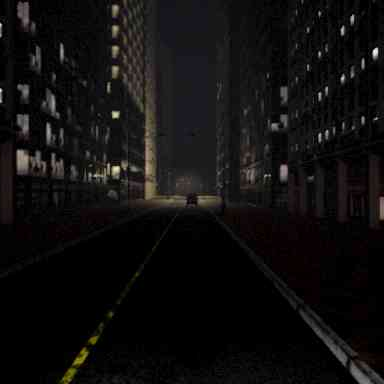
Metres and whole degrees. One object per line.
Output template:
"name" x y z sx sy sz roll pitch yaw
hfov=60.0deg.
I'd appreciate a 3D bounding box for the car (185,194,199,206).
"car" -0.003 1.491 54.134 1.837 1.490 4.892 0 0 0
